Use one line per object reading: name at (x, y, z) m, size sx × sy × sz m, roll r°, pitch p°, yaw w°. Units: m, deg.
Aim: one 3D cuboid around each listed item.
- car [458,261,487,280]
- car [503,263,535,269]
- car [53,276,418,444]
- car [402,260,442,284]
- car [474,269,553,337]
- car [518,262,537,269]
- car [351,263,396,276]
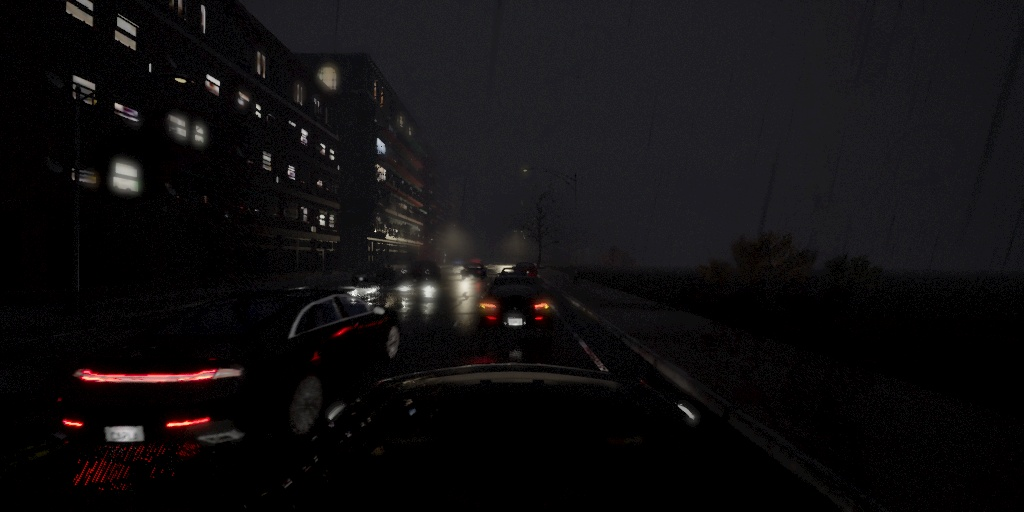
car at (-3.213, 1.355, 31.184) m, size 1.895 × 1.301 × 4.718 m, roll 0°, pitch 0°, yaw 0°
car at (0.061, 1.317, 20.322) m, size 1.994 × 1.385 × 4.181 m, roll 0°, pitch 0°, yaw 0°
car at (-3.160, 1.241, 5.343) m, size 2.128 × 1.511 × 4.902 m, roll 0°, pitch 0°, yaw 0°
car at (-6.655, 1.105, 26.788) m, size 2.097 × 1.767 × 4.553 m, roll 0°, pitch 0°, yaw 0°
car at (0.074, 1.277, 10.155) m, size 1.812 × 1.442 × 4.674 m, roll 0°, pitch 0°, yaw 0°
car at (1.077, 1.232, 29.850) m, size 1.882 × 1.535 × 5.008 m, roll 0°, pitch 0°, yaw 0°
car at (-9.903, 1.245, 25.974) m, size 2.128 × 1.511 × 4.902 m, roll 0°, pitch 0°, yaw 0°
